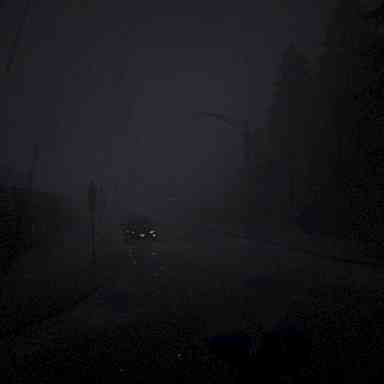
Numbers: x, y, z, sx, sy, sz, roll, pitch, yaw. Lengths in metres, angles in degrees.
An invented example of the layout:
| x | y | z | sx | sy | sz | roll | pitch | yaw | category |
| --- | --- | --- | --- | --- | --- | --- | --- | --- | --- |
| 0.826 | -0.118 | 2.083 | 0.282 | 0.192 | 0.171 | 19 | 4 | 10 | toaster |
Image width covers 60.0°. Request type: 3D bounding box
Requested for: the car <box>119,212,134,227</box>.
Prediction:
| x | y | z | sx | sy | sz | roll | pitch | yaw | category |
| --- | --- | --- | --- | --- | --- | --- | --- | --- | --- |
| -6.023 | 2.714 | 32.126 | 1.882 | 1.535 | 5.008 | -1 | -2 | -14 | car |

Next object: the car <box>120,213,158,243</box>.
| x | y | z | sx | sy | sz | roll | pitch | yaw | category |
| --- | --- | --- | --- | --- | --- | --- | --- | --- | --- |
| -3.395 | 2.311 | 21.331 | 1.837 | 1.490 | 4.892 | -1 | -2 | -14 | car |
